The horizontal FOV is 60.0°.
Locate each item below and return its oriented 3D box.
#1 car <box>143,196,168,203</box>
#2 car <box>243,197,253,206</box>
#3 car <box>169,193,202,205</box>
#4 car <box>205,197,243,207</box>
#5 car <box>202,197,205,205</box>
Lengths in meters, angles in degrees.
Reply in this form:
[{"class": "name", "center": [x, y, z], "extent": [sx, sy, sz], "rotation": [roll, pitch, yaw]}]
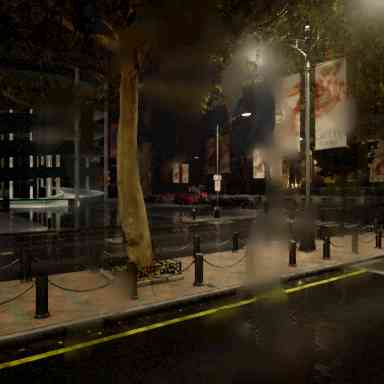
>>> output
[{"class": "car", "center": [-7.809, 1.478, 66.769], "extent": [5.008, 1.535, 1.882], "rotation": [0, 0, 42]}, {"class": "car", "center": [7.516, 1.491, 52.769], "extent": [2.128, 1.511, 4.902], "rotation": [0, 0, -35]}, {"class": "car", "center": [-1.149, 1.221, 58.927], "extent": [2.150, 2.045, 5.566], "rotation": [0, 0, -36]}, {"class": "car", "center": [4.758, 1.547, 50.625], "extent": [2.033, 1.411, 5.357], "rotation": [0, 0, -35]}, {"class": "car", "center": [1.871, 1.547, 60.719], "extent": [2.033, 1.411, 5.357], "rotation": [0, 0, -36]}]
